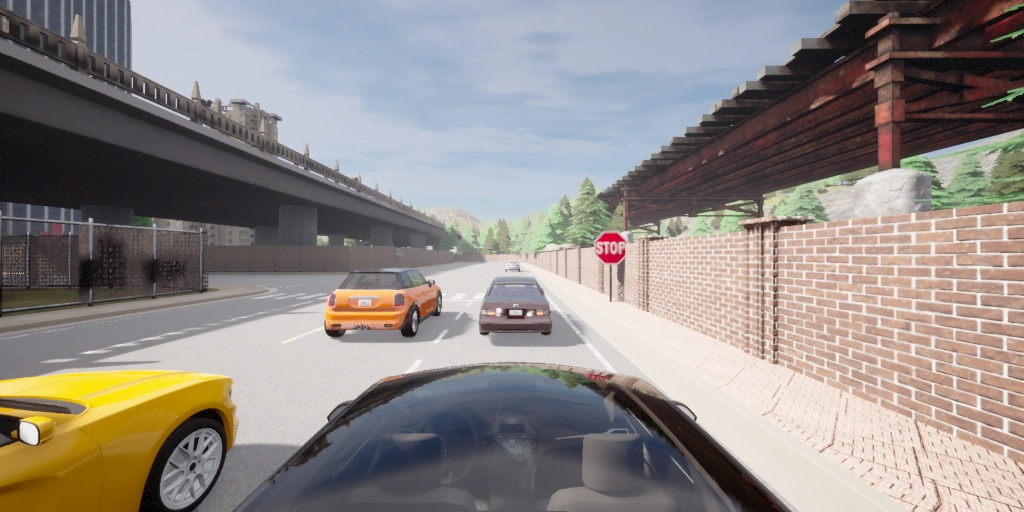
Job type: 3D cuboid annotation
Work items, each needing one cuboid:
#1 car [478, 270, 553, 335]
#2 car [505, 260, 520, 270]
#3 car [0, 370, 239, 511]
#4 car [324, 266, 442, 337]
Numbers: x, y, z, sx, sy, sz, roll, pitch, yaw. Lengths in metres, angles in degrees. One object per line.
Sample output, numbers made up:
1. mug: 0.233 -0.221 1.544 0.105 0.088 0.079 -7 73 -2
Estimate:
1. car: 0.081 1.297 10.464 2.033 1.411 5.357 0 0 0
2. car: 0.083 1.276 46.330 1.812 1.442 4.674 0 0 -1
3. car: -3.398 1.228 1.186 1.882 1.535 5.008 0 0 0
4. car: -3.420 1.102 10.443 2.097 1.767 4.553 0 0 0
